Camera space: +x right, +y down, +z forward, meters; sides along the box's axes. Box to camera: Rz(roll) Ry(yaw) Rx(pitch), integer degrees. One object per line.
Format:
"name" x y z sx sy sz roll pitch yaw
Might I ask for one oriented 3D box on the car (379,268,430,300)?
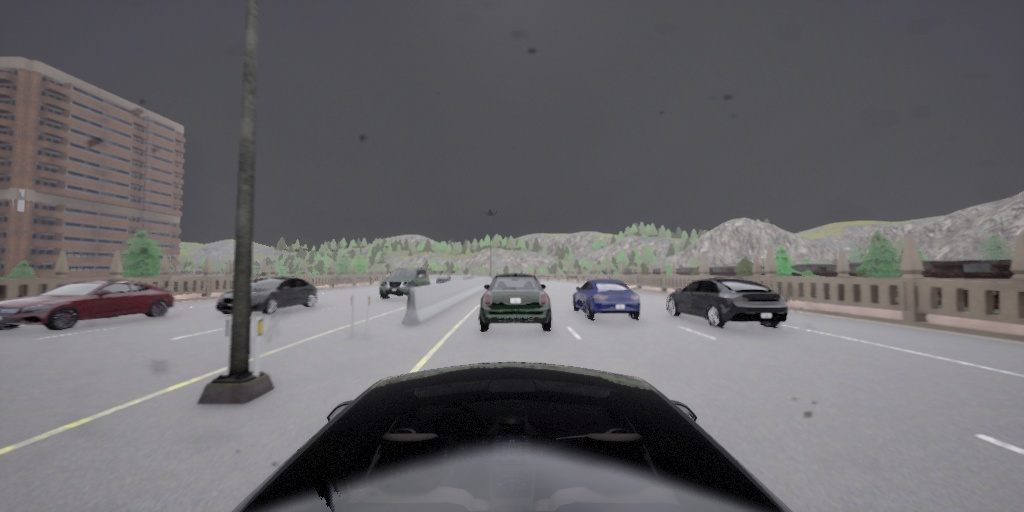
"car" -7.093 1.825 24.377 2.150 2.045 5.566 0 -3 0

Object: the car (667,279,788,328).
"car" 7.102 1.530 12.433 1.837 1.490 4.892 0 -3 0

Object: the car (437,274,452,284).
"car" -10.747 3.663 57.119 1.882 1.535 5.008 0 -3 -2

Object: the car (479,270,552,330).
"car" 0.102 1.367 12.162 2.097 1.767 4.553 0 -3 0

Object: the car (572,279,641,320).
"car" 3.603 1.638 14.219 1.812 1.442 4.674 0 -3 0

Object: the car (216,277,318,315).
"car" -10.596 1.703 15.977 1.837 1.490 4.892 0 -3 0

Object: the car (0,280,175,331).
"car" -14.086 1.542 12.129 1.812 1.442 4.674 0 -3 0
